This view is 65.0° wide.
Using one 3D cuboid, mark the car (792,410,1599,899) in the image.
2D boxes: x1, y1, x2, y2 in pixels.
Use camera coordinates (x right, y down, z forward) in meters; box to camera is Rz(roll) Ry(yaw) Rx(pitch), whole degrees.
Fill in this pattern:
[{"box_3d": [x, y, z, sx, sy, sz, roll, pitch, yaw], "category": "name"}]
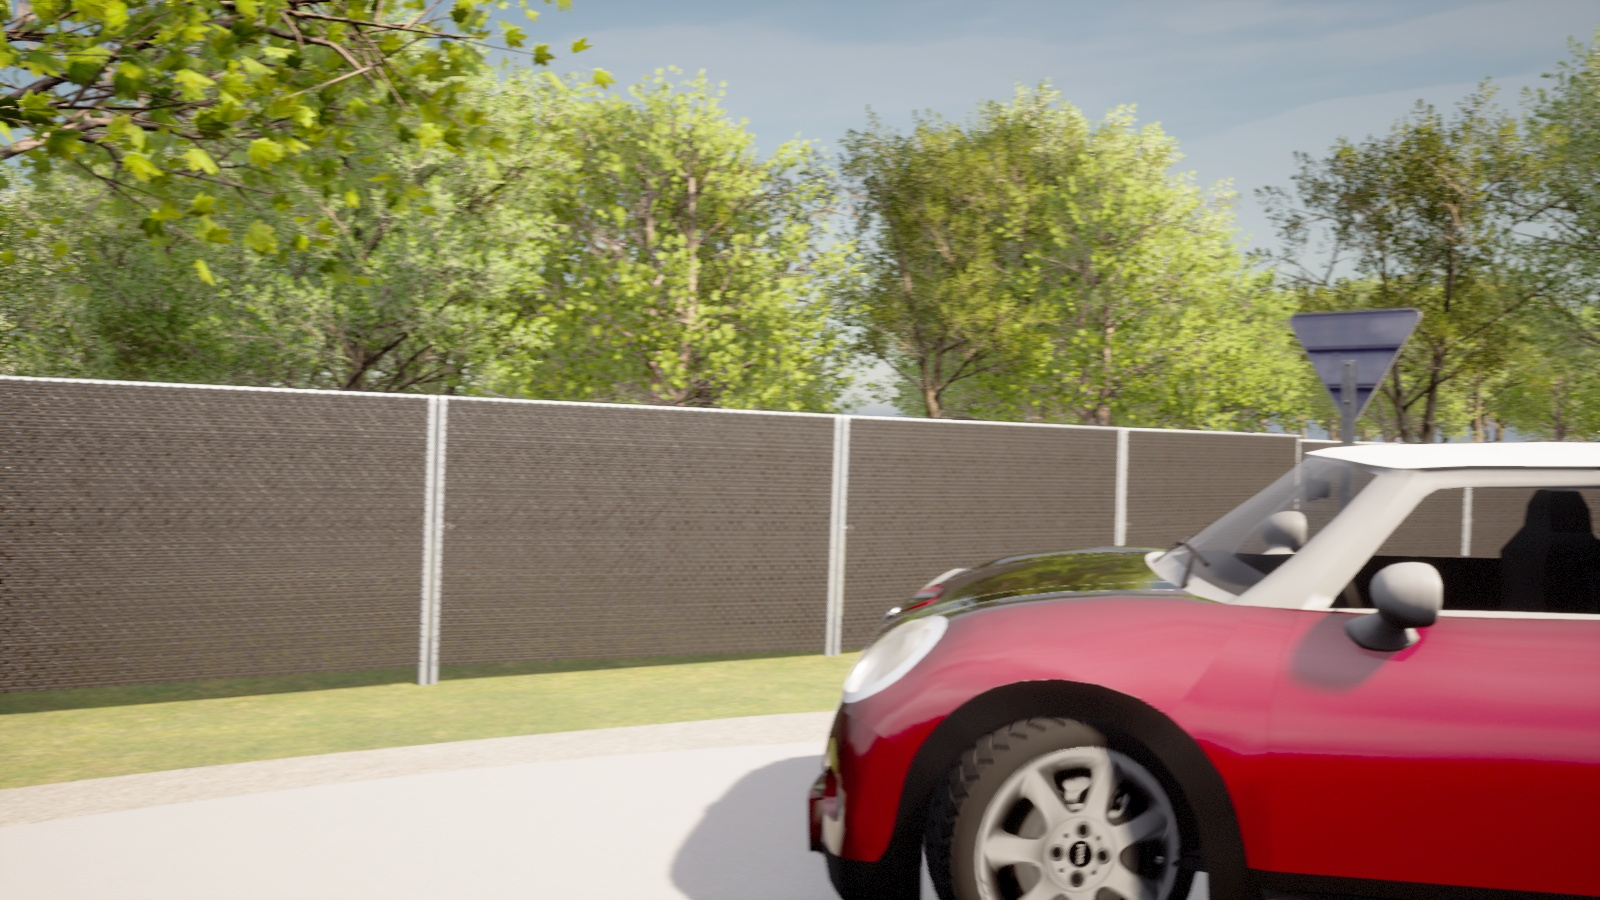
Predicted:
[{"box_3d": [2.054, 0.623, 4.025, 3.806, 1.475, 1.970, 0, 2, 12], "category": "car"}]
